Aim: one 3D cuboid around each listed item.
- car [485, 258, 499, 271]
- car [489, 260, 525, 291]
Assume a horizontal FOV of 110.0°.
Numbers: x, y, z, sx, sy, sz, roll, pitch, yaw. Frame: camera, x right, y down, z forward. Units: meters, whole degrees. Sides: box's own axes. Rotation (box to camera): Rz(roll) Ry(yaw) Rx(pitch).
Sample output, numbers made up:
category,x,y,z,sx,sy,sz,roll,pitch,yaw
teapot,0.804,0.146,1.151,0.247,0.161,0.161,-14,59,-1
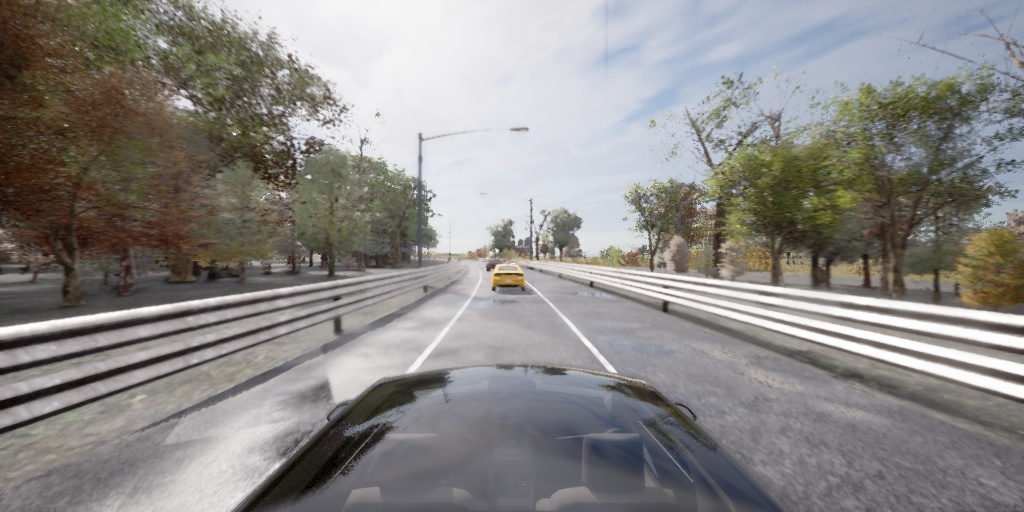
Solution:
category,x,y,z,sx,sy,sz,roll,pitch,yaw
car,-2.438,1.094,47.945,2.097,1.767,4.553,0,0,-7
car,-0.298,1.235,22.227,1.882,1.535,5.008,0,0,-3
